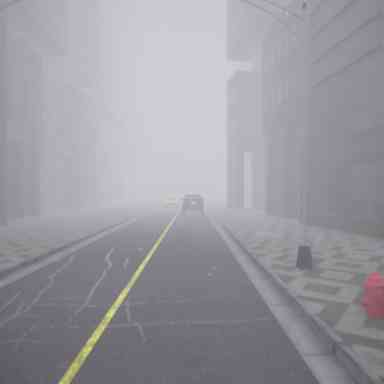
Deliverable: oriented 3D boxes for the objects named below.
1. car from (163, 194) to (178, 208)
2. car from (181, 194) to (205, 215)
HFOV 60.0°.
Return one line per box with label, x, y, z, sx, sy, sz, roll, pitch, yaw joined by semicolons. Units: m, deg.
car;-3.001;1.454;47.566;1.882;1.535;5.008;0;0;0
car;0.099;1.216;33.983;2.150;2.045;5.566;0;0;0
